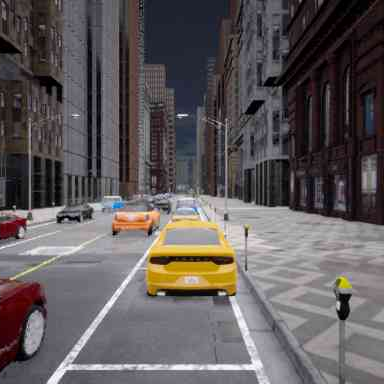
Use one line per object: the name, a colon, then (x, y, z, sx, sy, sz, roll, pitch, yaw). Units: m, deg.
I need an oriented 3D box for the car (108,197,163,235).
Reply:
car: (-3.047, 1.357, 18.891, 2.097, 1.767, 4.553, 0, 0, 0)

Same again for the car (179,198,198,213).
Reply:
car: (-0.386, 1.453, 37.008, 1.967, 1.590, 4.097, 0, 0, 0)

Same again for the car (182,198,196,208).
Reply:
car: (-0.385, 1.570, 48.280, 2.008, 1.369, 4.403, 0, 0, 0)

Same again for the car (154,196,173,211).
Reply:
car: (-3.146, 1.517, 35.876, 1.837, 1.490, 4.892, 0, 0, 0)

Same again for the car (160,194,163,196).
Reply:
car: (-8.911, 1.477, 82.090, 1.967, 1.590, 4.097, 0, 0, 0)

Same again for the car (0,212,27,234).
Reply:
car: (-8.910, 1.547, 14.449, 1.887, 1.381, 4.507, 0, 0, 0)

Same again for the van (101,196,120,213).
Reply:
van: (-8.911, 1.354, 36.996, 1.690, 1.788, 3.998, 0, 0, 0)

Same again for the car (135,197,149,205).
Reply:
car: (-8.910, 1.569, 59.543, 1.887, 1.381, 4.507, 0, 0, 0)

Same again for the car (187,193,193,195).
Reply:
car: (-0.386, 1.465, 59.552, 1.967, 1.590, 4.097, 0, 0, 0)

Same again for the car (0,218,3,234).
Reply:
car: (-6.247, 1.526, 6.914, 1.812, 1.442, 4.674, 0, 0, 0)

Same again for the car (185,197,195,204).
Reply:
car: (-0.385, 1.594, 65.189, 1.947, 1.339, 4.313, 0, 0, 0)

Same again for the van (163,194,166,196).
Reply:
van: (-8.911, 1.385, 93.363, 1.690, 1.788, 3.998, 0, 0, 0)

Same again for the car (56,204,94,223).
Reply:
car: (-8.910, 1.573, 25.722, 1.947, 1.339, 4.313, 0, 0, 0)

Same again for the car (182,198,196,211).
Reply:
car: (-0.385, 1.541, 42.814, 1.752, 1.417, 4.829, 0, 0, 0)

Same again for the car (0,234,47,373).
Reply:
car: (-3.045, 1.477, 2.873, 1.882, 1.535, 5.008, 0, 0, 0)

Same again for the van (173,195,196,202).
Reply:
van: (-0.386, 1.348, 25.735, 1.690, 1.788, 3.998, 0, 0, 0)

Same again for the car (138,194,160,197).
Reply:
car: (-6.145, 1.237, 48.336, 1.837, 1.490, 4.892, 0, 0, 0)

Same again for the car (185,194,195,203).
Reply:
car: (-0.386, 1.346, 70.826, 2.192, 1.841, 5.009, 0, 0, 0)

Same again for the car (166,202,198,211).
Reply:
car: (-0.385, 1.530, 20.269, 1.752, 1.417, 4.829, 0, 0, 0)

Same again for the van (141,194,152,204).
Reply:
van: (-8.911, 1.369, 65.180, 1.690, 1.788, 3.998, 0, 0, 0)

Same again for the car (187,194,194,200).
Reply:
car: (-0.386, 1.484, 93.370, 1.967, 1.590, 4.097, 0, 0, 0)

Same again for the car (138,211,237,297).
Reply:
car: (-0.006, 1.478, 8.650, 1.882, 1.535, 5.008, 0, 0, 0)
